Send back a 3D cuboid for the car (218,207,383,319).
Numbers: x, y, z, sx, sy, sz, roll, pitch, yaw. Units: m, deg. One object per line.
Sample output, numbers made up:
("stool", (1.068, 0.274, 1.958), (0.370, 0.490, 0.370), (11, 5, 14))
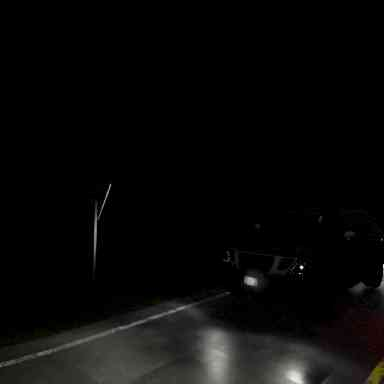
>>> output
("car", (3.010, 1.401, 8.230), (2.150, 2.045, 5.566), (0, -2, 43))
